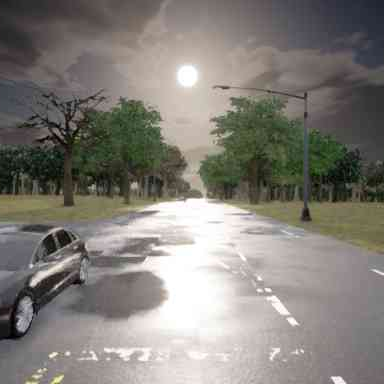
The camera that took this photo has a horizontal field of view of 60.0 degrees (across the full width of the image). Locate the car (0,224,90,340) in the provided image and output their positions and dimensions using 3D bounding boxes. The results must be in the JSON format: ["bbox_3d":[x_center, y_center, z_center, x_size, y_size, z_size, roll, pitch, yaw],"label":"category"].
[{"bbox_3d":[-3.502,1.496,6.630,1.837,1.490,4.892,0,1,0],"label":"car"}]

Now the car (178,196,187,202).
[{"bbox_3d":[-2.524,1.759,85.285,1.837,1.490,4.892,0,0,6],"label":"car"}]
